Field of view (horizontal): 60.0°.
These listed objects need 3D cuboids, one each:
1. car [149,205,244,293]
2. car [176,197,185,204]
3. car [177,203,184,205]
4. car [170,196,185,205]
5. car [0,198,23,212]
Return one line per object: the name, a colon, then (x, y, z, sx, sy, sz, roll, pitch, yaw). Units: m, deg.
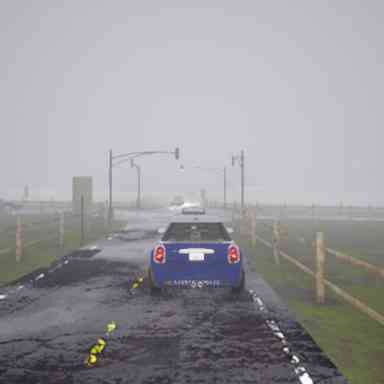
car: (0.102, 1.406, 9.146, 2.097, 1.767, 4.553, 0, 0, 0)
car: (-2.650, 2.016, 78.448, 2.033, 1.411, 5.357, 0, 0, 0)
car: (0.103, 1.625, 20.023, 1.837, 1.490, 4.892, 0, 0, 0)
car: (-2.812, 1.915, 58.316, 1.994, 1.385, 4.181, 0, 0, 0)
car: (-21.028, 1.320, 36.026, 5.008, 1.535, 1.882, 1, -1, 0)
